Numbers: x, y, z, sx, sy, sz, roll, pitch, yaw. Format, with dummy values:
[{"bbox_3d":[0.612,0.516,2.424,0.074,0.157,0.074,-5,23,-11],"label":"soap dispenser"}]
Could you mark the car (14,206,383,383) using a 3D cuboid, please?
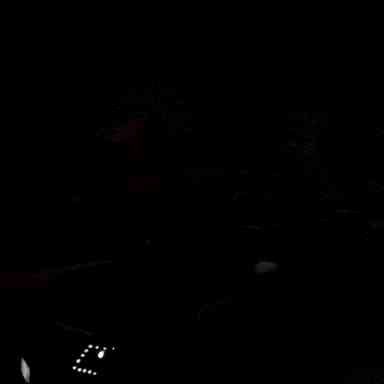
[{"bbox_3d":[0.690,1.258,4.680,5.566,2.045,2.150,1,0,-38],"label":"car"}]
